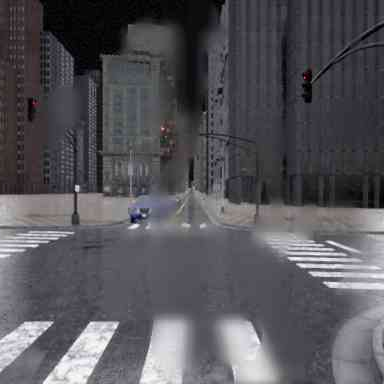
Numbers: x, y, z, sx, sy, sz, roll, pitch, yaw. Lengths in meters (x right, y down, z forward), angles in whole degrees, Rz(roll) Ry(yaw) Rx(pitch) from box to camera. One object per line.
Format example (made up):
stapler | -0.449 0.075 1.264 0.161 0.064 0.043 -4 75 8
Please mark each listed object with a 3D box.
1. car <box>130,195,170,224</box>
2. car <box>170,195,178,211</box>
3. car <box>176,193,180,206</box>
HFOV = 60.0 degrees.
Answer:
car | -3.158 1.220 25.003 2.150 2.045 5.566 0 0 1
car | -3.095 1.475 40.085 1.882 1.535 5.008 0 0 0
car | -3.063 1.349 55.812 2.097 1.767 4.553 0 0 0
